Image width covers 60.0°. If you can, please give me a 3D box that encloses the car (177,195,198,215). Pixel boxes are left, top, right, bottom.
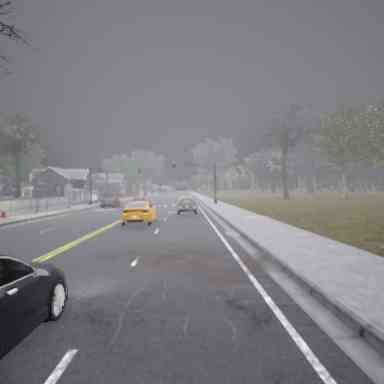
[{"bbox_3d":[-0.439,1.312,31.125,2.033,1.411,5.357,-1,0,-1],"label":"car"}]

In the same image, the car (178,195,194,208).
[{"bbox_3d":[-0.713,1.158,42.617,1.882,1.535,5.008,-1,0,0],"label":"car"}]

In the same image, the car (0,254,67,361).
[{"bbox_3d":[-3.210,1.526,4.300,1.837,1.490,4.892,-1,0,-1],"label":"car"}]

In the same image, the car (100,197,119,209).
[{"bbox_3d":[-10.542,1.390,43.526,2.033,1.411,5.357,-1,0,0],"label":"car"}]

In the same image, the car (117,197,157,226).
[{"bbox_3d":[-3.542,1.360,22.844,1.882,1.535,5.008,-1,0,-1],"label":"car"}]
